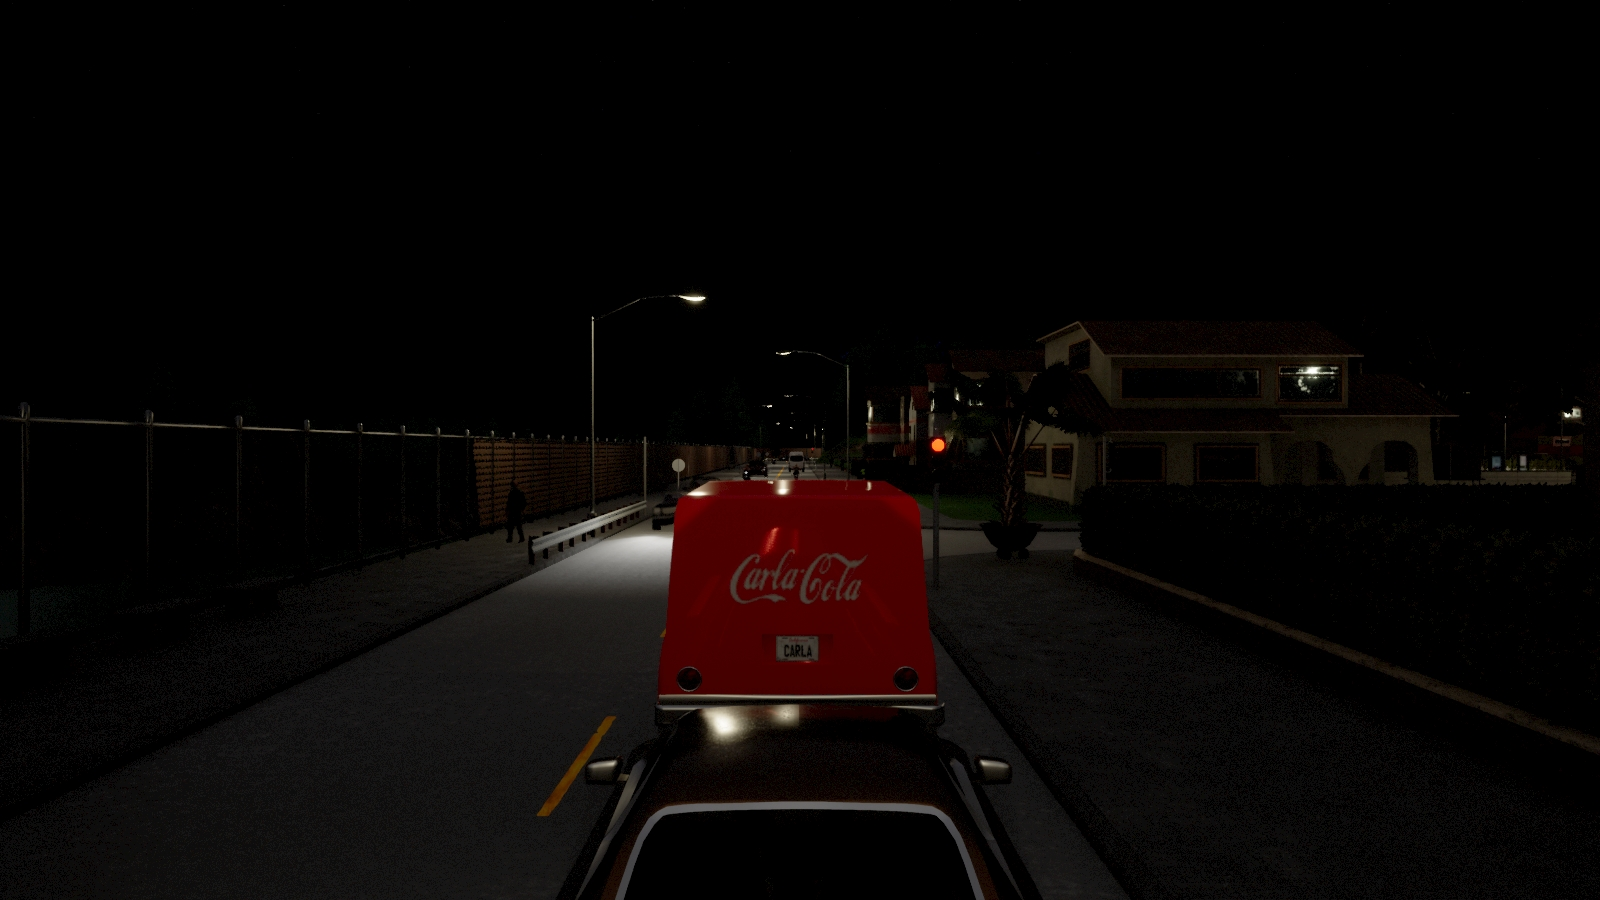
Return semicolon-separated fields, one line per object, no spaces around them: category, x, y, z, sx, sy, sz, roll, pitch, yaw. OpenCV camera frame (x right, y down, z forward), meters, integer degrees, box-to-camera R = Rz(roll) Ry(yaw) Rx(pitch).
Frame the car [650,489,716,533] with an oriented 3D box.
car;-4.115;2.141;40.784;1.895;1.301;4.718;0;0;0

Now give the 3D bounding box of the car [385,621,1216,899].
car;-0.006;1.989;5.238;2.152;1.651;5.027;0;0;0

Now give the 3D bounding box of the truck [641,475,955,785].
truck;-0.025;1.564;12.158;2.627;2.467;5.204;0;0;0

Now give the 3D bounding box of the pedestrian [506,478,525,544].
pedestrian;-8.089;1.733;32.498;0.375;1.860;0.375;0;0;13
